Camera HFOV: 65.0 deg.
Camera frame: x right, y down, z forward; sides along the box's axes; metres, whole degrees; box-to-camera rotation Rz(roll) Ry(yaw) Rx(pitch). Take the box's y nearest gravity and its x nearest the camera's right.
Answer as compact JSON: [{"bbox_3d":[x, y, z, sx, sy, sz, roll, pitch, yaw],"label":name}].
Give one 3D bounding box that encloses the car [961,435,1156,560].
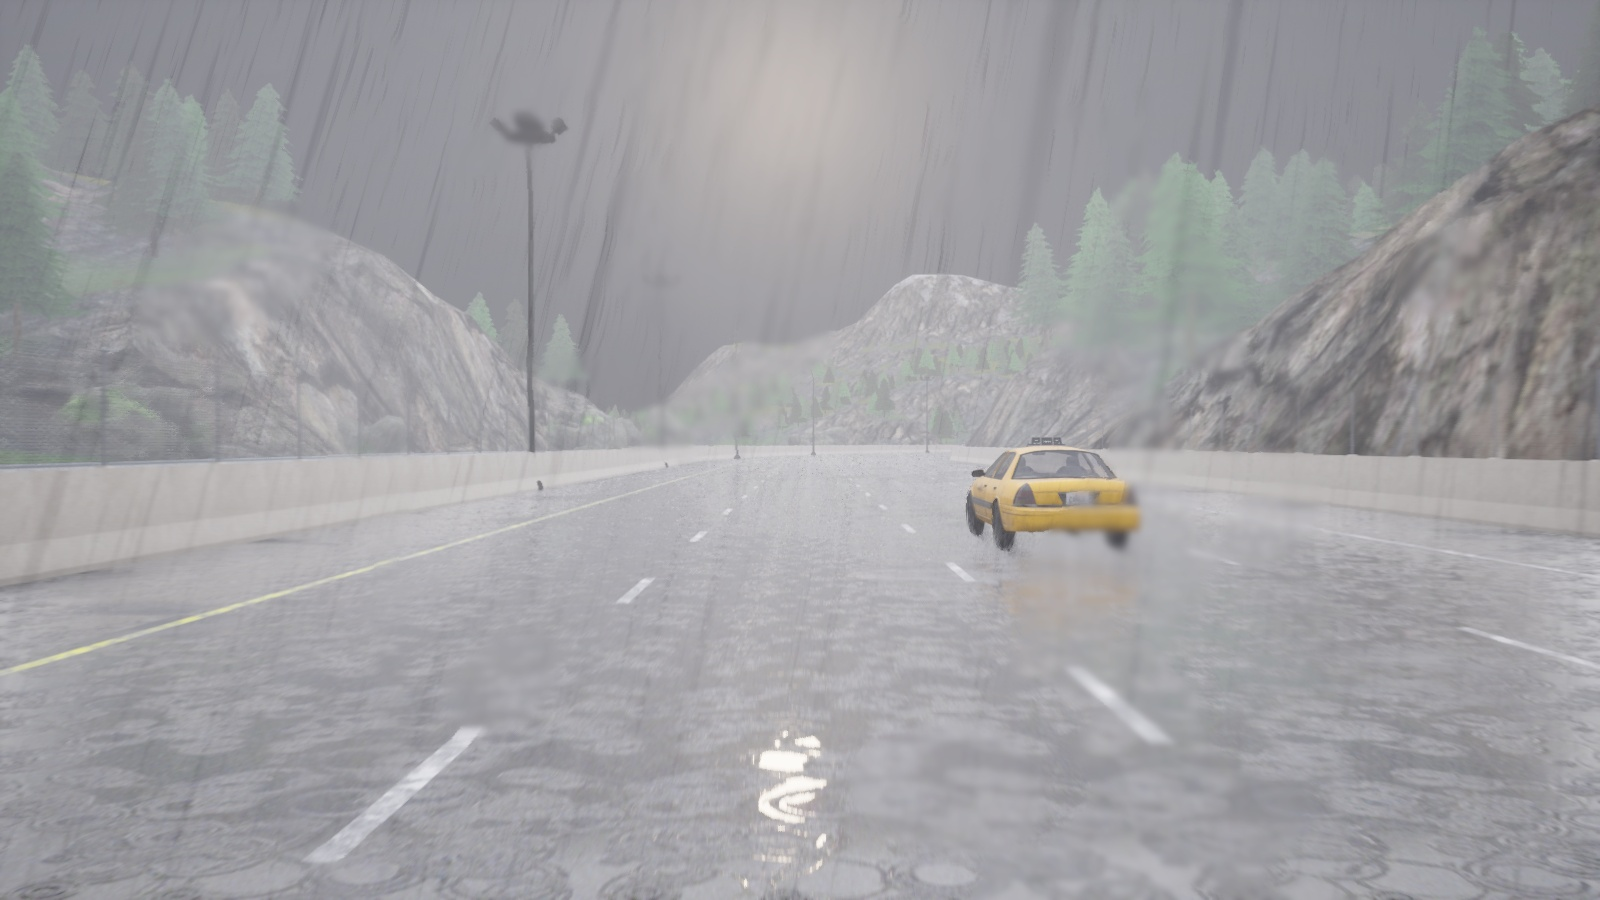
[{"bbox_3d":[3.621,0.585,18.589,1.801,1.575,5.366,0,0,0],"label":"car"}]
